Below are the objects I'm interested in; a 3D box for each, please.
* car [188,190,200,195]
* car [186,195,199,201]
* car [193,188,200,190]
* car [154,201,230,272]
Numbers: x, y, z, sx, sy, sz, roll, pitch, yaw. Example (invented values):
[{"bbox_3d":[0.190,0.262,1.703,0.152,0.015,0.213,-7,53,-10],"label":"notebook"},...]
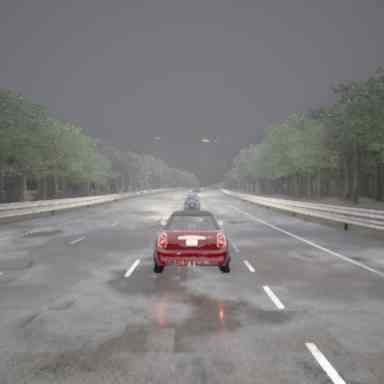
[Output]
[{"bbox_3d":[0.058,0.803,63.201,2.033,1.411,5.357,0,1,1],"label":"car"},{"bbox_3d":[0.009,1.365,36.180,2.033,1.411,5.357,0,1,0],"label":"car"},{"bbox_3d":[0.344,0.439,80.377,1.895,1.301,4.718,0,1,2],"label":"car"},{"bbox_3d":[-0.001,1.357,10.961,2.097,1.767,4.553,0,0,0],"label":"car"}]
